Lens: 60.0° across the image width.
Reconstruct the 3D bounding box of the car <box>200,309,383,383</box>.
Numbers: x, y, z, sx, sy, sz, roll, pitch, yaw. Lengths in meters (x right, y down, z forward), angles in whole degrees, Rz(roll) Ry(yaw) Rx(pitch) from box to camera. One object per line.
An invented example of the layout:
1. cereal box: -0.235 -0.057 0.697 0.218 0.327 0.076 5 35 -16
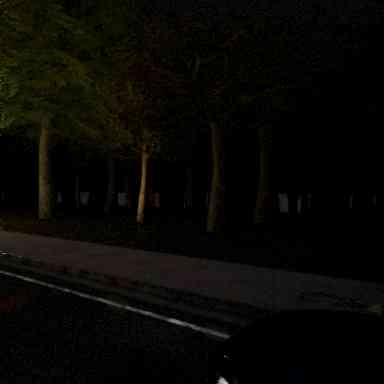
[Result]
1. car: 2.308 1.431 1.916 4.856 1.649 2.033 0 0 36
